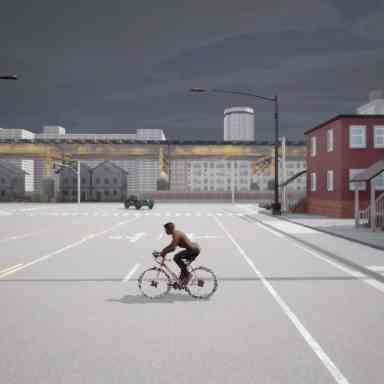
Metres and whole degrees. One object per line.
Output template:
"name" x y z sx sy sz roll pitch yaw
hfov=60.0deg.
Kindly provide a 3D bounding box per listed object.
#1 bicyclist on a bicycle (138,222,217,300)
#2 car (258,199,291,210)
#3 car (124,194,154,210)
"bicyclist on a bicycle" -0.305 1.452 6.937 1.656 1.620 0.582 -1 0 1
"car" 10.864 1.547 40.972 5.357 1.411 2.033 0 0 4
"car" -7.004 1.221 43.846 2.150 2.045 5.566 0 0 -35
